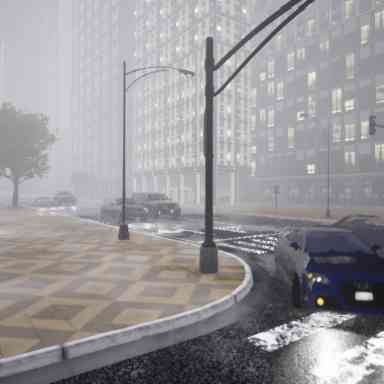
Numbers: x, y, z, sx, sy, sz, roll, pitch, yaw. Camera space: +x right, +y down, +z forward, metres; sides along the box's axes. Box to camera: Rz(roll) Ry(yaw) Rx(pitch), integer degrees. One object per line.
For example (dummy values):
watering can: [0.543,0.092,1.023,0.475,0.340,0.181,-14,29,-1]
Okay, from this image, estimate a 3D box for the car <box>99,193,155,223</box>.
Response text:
car: [-4.884,1.167,23.532,2.097,1.767,4.553,0,0,-37]

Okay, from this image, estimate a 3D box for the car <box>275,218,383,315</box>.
car: [3.122,1.545,7.605,1.994,1.385,4.181,1,1,6]

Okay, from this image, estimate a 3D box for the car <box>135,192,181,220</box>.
car: [-3.100,1.040,26.581,2.150,2.045,5.566,0,0,-37]

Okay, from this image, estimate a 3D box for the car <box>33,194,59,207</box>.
car: [-18.932,1.216,42.526,1.895,1.301,4.718,0,0,-36]

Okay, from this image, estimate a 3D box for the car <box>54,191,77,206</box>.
car: [-17.994,0.827,46.761,2.150,2.045,5.566,0,0,-36]

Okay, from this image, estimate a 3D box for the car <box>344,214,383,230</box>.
car: [7.139,1.573,12.782,1.895,1.301,4.718,0,1,-37]
